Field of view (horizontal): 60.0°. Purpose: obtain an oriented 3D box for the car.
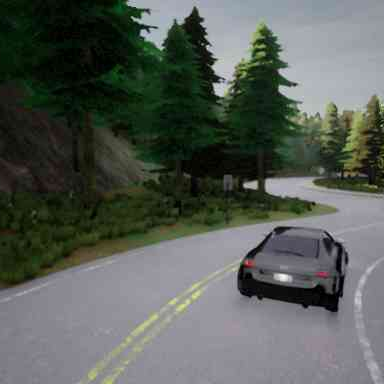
[{"bbox_3d":[2.556,1.512,7.898,1.994,1.385,4.181,2,2,26],"label":"car"}]
